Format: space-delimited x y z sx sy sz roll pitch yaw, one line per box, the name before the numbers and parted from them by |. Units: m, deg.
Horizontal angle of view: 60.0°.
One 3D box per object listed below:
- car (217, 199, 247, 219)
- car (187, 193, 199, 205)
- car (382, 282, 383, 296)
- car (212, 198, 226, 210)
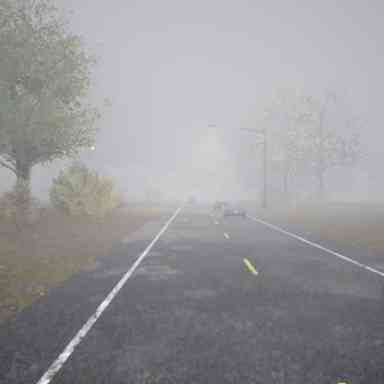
car | 3.631 1.577 29.527 1.994 1.385 4.181 0 0 1
car | 0.139 1.325 59.260 2.097 1.767 4.553 0 0 0
car | 4.552 1.545 4.428 1.812 1.442 4.674 0 0 0
car | 3.633 1.512 42.307 1.837 1.490 4.892 0 1 1
